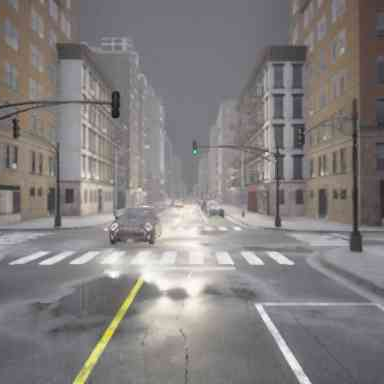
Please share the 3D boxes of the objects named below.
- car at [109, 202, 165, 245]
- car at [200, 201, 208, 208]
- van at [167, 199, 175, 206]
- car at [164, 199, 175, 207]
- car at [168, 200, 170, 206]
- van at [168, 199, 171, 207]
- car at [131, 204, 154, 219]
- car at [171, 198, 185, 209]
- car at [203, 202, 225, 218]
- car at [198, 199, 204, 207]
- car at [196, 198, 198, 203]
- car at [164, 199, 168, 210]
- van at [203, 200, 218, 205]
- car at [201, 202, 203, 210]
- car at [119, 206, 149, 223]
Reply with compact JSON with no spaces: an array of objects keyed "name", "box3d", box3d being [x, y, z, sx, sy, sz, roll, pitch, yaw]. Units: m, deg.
[{"name":"car","box3d":[-2.748,1.593,16.971,2.097,1.767,4.553,0,-1,0]},{"name":"car","box3d":[2.651,2.722,74.876,1.752,1.417,4.829,0,-1,0]},{"name":"van","box3d":[-5.438,2.708,85.519,1.690,1.788,3.998,0,-1,0]},{"name":"car","box3d":[-5.433,2.596,80.114,2.192,1.841,5.009,0,-1,0]},{"name":"car","box3d":[-5.413,2.458,58.319,1.752,1.417,4.829,0,-1,0]},{"name":"van","box3d":[-5.428,2.535,74.708,1.690,1.788,3.998,0,-1,0]},{"name":"car","box3d":[-5.393,2.113,36.697,1.752,1.417,4.829,0,-1,0]},{"name":"car","box3d":[-2.749,2.552,67.114,1.882,1.535,5.008,0,-1,0]},{"name":"car","box3d":[2.641,2.141,36.867,2.008,1.369,4.403,0,-1,0]},{"name":"car","box3d":[2.647,2.250,58.493,2.192,1.841,5.009,0,-1,0]},{"name":"car","box3d":[2.655,2.998,90.923,1.887,1.381,4.507,0,-1,0]},{"name":"car","box3d":[-5.408,2.289,53.085,1.967,1.590,4.097,0,-1,0]},{"name":"van","box3d":[2.643,2.017,42.276,1.690,1.788,3.998,0,-1,0]},{"name":"car","box3d":[2.644,2.344,47.678,1.802,1.307,4.206,0,-1,0]},{"name":"car","box3d":[-5.388,2.055,31.461,2.008,1.369,4.403,0,-1,0]}]
